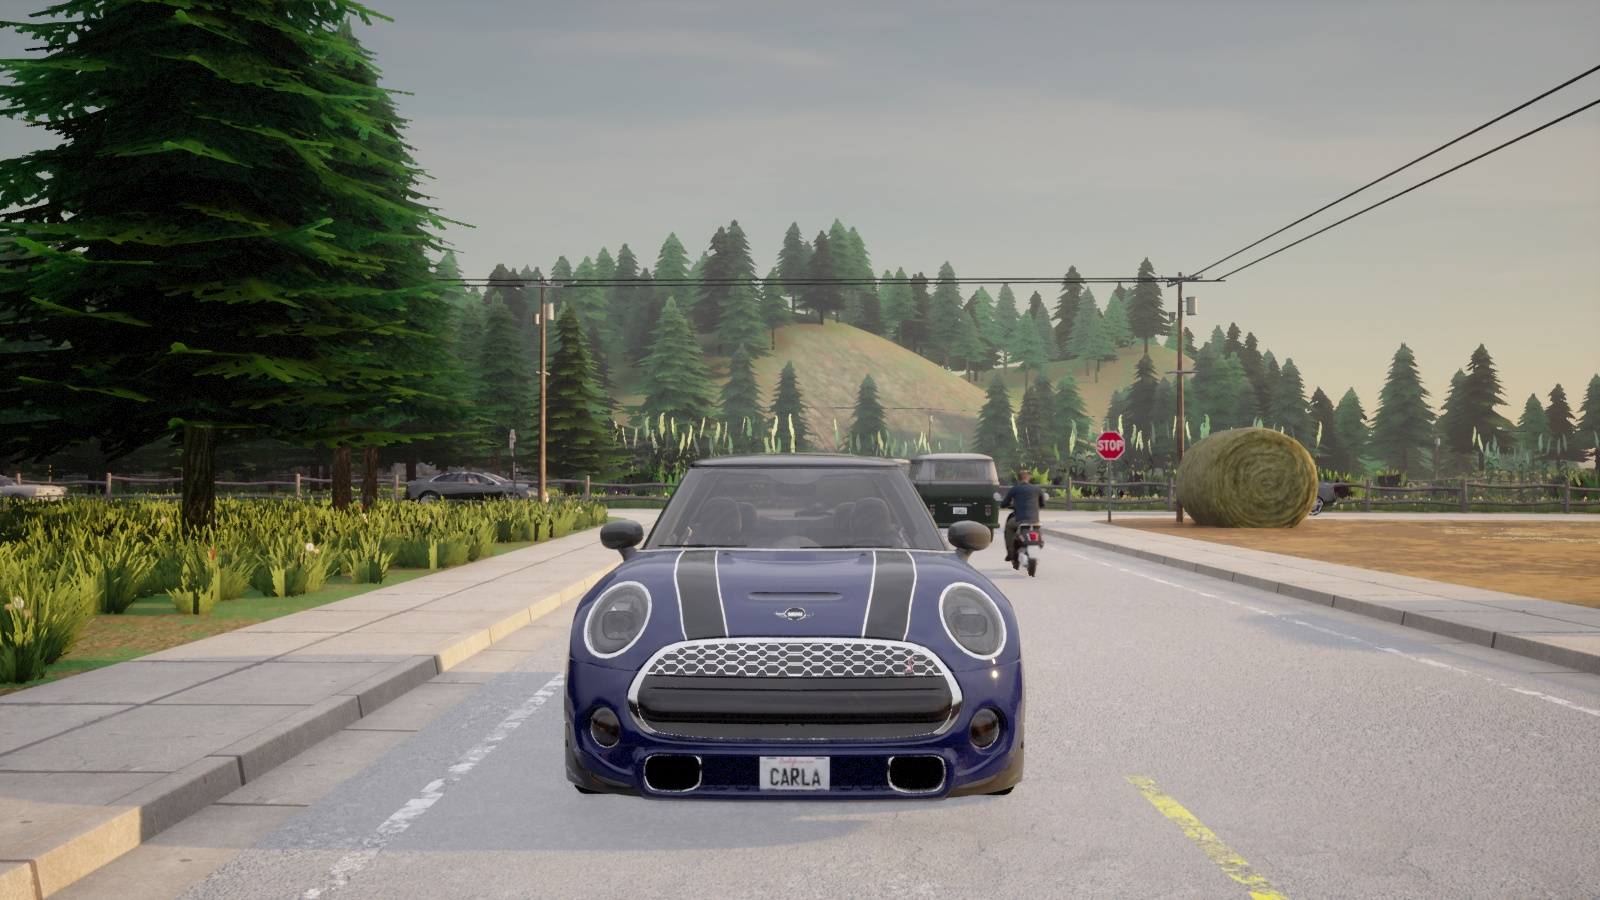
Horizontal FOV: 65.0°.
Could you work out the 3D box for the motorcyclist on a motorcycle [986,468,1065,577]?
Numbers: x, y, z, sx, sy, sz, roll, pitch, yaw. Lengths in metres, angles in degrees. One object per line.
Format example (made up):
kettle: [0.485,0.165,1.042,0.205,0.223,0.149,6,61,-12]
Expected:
motorcyclist on a motorcycle: [3.449,1.079,19.374,0.866,1.590,1.817,0,-1,0]

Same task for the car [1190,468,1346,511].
car: [17.010,1.436,45.842,4.902,1.511,2.128,0,-1,3]

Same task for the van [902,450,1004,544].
van: [3.424,1.038,28.899,1.775,1.987,4.442,0,-1,0]

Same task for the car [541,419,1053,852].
car: [-0.021,0.798,7.441,2.097,1.767,4.553,0,-1,0]

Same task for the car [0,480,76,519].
car: [-28.361,1.741,44.184,4.718,1.301,1.895,0,-1,1]

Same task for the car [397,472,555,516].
car: [-11.186,1.509,43.634,4.902,1.511,2.128,0,-1,3]
